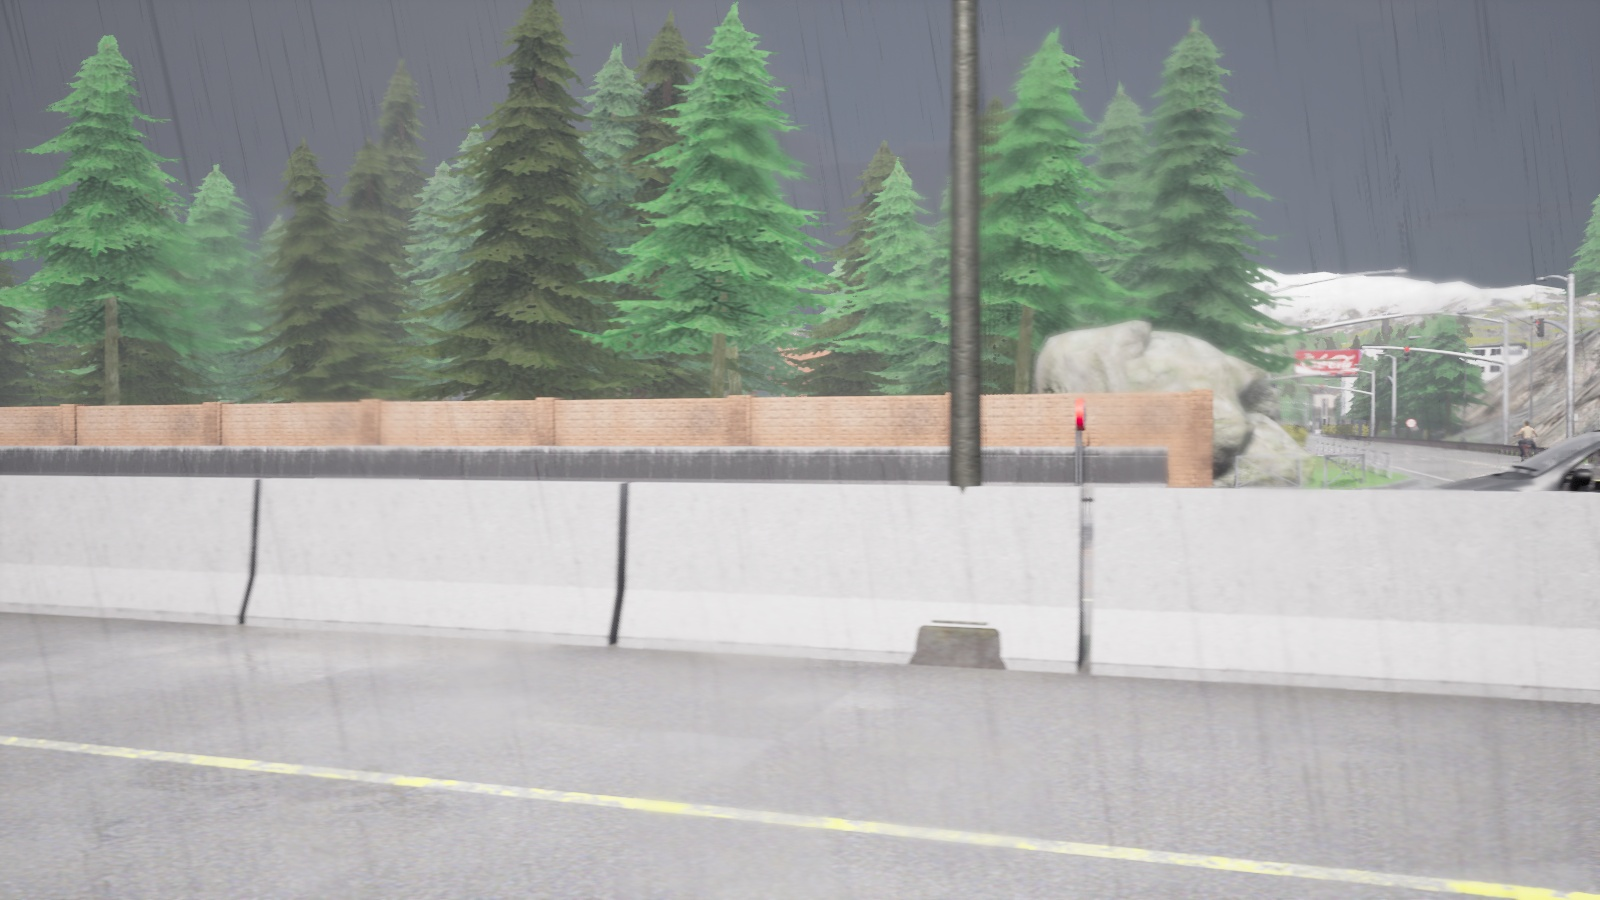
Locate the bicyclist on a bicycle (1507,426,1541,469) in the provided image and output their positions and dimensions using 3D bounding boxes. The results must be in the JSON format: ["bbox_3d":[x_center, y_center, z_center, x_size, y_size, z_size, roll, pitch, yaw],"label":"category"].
[{"bbox_3d":[27.685,-0.098,48.036,0.866,1.612,1.509,1,1,19],"label":"bicyclist on a bicycle"}]

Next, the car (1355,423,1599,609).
[{"bbox_3d":[7.467,0.565,11.757,3.988,1.617,1.851,1,1,19],"label":"car"}]
